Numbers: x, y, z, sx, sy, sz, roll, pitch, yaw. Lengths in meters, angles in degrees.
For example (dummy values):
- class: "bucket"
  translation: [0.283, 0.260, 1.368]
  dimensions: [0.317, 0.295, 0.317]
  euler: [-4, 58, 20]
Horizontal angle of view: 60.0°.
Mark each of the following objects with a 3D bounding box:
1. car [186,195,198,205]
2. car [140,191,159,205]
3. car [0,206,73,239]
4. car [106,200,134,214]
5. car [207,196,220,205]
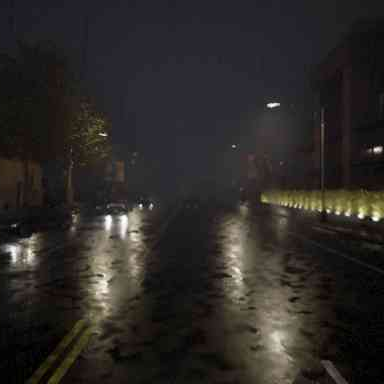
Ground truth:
- class: "car"
  translation: [-0.006, 1.270, 53.348]
  dimensions: [1.812, 1.442, 4.674]
  euler: [0, 0, 0]
- class: "car"
  translation: [-7.006, 1.100, 53.154]
  dimensions: [2.097, 1.767, 4.553]
  euler: [0, 0, 0]
- class: "car"
  translation: [-8.002, 1.443, 16.956]
  dimensions: [1.812, 1.442, 4.674]
  euler: [1, 0, 16]
- class: "car"
  translation: [-7.096, 1.441, 33.180]
  dimensions: [1.895, 1.301, 4.718]
  euler: [0, 0, 0]
- class: "car"
  translation: [3.494, 1.292, 53.352]
  dimensions: [2.033, 1.411, 5.357]
  euler: [0, 0, 0]
